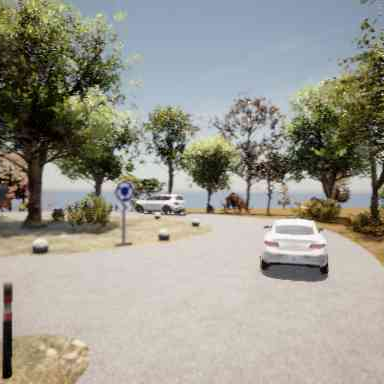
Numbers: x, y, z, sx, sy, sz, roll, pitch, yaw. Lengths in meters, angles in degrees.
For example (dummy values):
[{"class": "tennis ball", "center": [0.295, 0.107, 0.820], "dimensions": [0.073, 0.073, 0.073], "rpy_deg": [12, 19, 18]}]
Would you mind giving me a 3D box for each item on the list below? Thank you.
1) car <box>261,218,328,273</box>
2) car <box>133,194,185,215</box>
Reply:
[{"class": "car", "center": [3.321, 1.575, 10.925], "dimensions": [1.812, 1.442, 4.674], "rpy_deg": [0, 0, 16]}, {"class": "car", "center": [-3.365, 1.261, 34.203], "dimensions": [5.566, 2.045, 2.150], "rpy_deg": [0, -1, 26]}]
